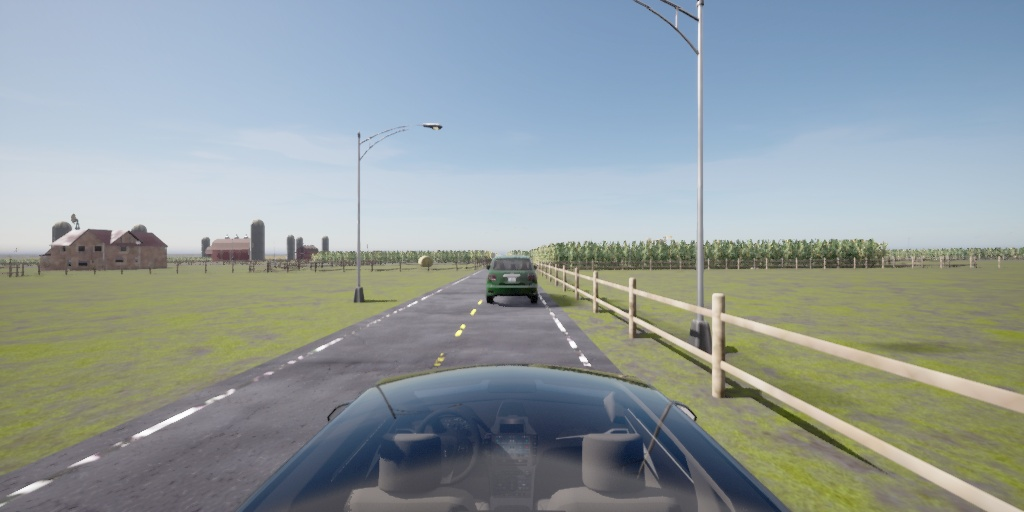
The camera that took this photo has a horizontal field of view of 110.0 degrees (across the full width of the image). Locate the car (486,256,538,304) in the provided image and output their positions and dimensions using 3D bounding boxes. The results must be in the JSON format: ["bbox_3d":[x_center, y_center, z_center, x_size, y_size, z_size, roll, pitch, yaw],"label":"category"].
[{"bbox_3d":[0.000,1.005,16.531,2.150,2.045,5.566,0,0,0],"label":"car"}]
